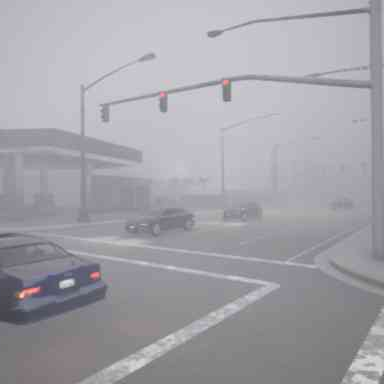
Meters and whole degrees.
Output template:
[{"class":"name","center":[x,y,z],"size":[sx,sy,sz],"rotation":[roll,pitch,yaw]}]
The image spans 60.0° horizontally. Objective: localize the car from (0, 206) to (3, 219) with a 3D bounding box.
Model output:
[{"class":"car","center":[-18.971,1.617,29.868],"size":[4.611,1.667,2.242],"rotation":[-1,0,37]}]

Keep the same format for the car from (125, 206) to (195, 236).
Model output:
[{"class":"car","center":[-1.746,1.587,19.288],"size":[1.837,1.490,4.892],"rotation":[-1,0,35]}]

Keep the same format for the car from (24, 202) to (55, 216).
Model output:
[{"class":"car","center":[-16.189,1.762,34.952],"size":[3.806,1.475,1.970],"rotation":[-1,0,37]}]

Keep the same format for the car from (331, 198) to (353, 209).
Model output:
[{"class":"car","center":[19.200,1.456,42.466],"size":[2.033,1.411,5.357],"rotation":[-1,0,35]}]

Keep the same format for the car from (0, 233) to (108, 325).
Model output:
[{"class":"car","center":[-4.132,1.618,7.084],"size":[5.357,1.411,2.033],"rotation":[-1,0,36]}]

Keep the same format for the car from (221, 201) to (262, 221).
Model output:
[{"class":"car","center":[4.243,1.543,27.743],"size":[1.837,1.490,4.892],"rotation":[-1,0,36]}]
